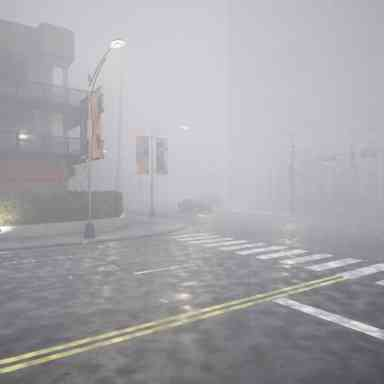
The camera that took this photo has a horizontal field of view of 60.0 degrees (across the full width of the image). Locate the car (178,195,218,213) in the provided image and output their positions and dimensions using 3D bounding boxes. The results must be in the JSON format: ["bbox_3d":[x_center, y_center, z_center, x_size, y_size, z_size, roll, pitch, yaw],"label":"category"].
[{"bbox_3d":[0.300,1.478,37.145,1.882,1.535,5.008,0,0,-35],"label":"car"}]

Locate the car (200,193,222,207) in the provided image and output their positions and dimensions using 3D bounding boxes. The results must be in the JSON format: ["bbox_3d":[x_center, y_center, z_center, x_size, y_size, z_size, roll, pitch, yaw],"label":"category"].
[{"bbox_3d":[2.073,1.222,48.852,2.150,2.045,5.566,0,0,-33],"label":"car"}]
